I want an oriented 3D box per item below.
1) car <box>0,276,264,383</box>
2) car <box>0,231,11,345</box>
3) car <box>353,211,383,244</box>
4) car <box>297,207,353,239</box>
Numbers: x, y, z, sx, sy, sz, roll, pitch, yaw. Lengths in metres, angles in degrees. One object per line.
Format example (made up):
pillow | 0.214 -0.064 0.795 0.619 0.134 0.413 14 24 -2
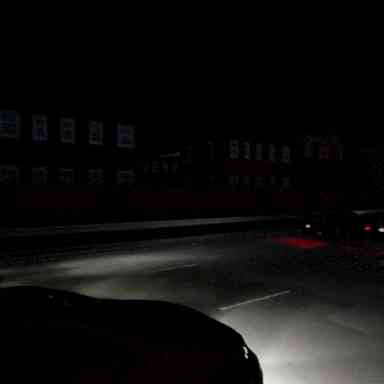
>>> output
car | -1.352 1.566 2.780 4.181 1.385 1.994 0 0 -35
car | -5.290 1.469 4.273 5.008 1.535 1.882 0 0 -35
car | 9.799 1.621 15.032 5.357 1.411 2.033 0 0 -35
car | 7.744 1.551 17.864 5.008 1.535 1.882 0 0 -35
